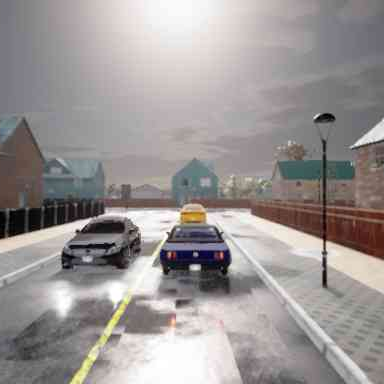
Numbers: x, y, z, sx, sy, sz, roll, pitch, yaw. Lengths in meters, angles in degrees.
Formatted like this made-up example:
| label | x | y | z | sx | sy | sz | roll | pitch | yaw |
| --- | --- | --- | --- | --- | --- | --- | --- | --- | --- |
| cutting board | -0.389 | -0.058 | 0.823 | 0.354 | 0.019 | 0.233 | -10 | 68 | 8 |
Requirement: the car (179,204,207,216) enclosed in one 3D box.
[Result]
| label | x | y | z | sx | sy | sz | roll | pitch | yaw |
| --- | --- | --- | --- | --- | --- | --- | --- | --- | --- |
| car | 0.089 | 1.646 | 24.598 | 1.882 | 1.535 | 5.008 | 0 | -1 | 0 |

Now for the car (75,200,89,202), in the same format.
| label | x | y | z | sx | sy | sz | roll | pitch | yaw |
| --- | --- | --- | --- | --- | --- | --- | --- | --- | --- |
| car | -14.256 | 1.751 | 42.912 | 5.357 | 1.411 | 2.033 | 0 | 0 | -1 |

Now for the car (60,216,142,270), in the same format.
| label | x | y | z | sx | sy | sz | roll | pitch | yaw |
| --- | --- | --- | --- | --- | --- | --- | --- | --- | --- |
| car | -2.847 | 1.591 | 11.392 | 1.812 | 1.442 | 4.674 | 0 | 0 | 0 |

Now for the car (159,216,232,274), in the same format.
| label | x | y | z | sx | sy | sz | roll | pitch | yaw |
| --- | --- | --- | --- | --- | --- | --- | --- | --- | --- |
| car | 0.093 | 1.662 | 10.745 | 1.895 | 1.301 | 4.718 | 0 | 0 | 0 |
